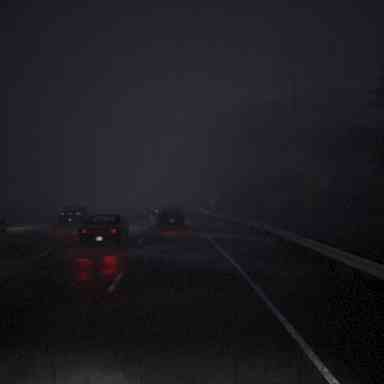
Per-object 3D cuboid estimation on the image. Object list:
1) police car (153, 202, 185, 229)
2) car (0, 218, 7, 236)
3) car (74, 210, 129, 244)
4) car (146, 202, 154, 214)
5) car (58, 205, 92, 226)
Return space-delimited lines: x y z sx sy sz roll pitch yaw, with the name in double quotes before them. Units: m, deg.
"police car" -1.606 1.670 24.047 1.930 1.638 5.238 0 -1 -7
"car" -11.378 1.686 17.138 2.128 1.511 4.902 0 -1 -5
"car" -4.305 1.779 16.892 1.895 1.301 4.718 0 -1 -5
"car" -4.598 1.948 41.189 1.812 1.442 4.674 0 -1 -12
"car" -8.895 1.767 25.701 2.128 1.511 4.902 0 -1 -8
